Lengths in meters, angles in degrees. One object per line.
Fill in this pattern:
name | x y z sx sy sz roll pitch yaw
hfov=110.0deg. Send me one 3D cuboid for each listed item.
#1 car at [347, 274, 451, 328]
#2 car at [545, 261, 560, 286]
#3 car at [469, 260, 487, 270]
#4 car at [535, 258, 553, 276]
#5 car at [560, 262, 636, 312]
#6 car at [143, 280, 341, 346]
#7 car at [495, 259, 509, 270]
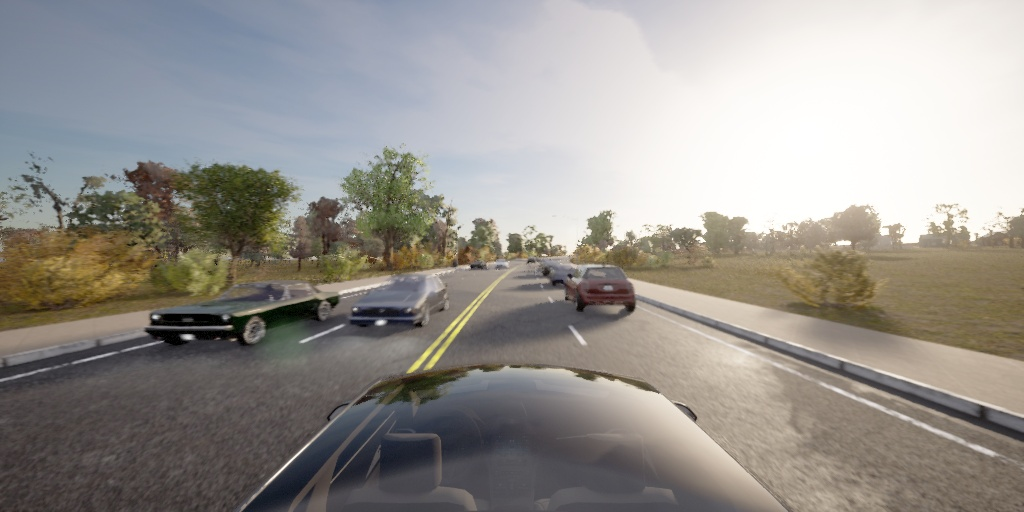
car | -3.274 1.291 11.680 2.033 1.411 5.357 0 0 1
car | 3.638 1.312 25.450 1.994 1.385 4.181 0 0 2
car | -4.819 1.297 51.374 1.895 1.301 4.718 0 0 4
car | 3.959 1.237 36.821 2.163 1.488 4.792 0 0 -3
car | 3.356 1.109 14.498 2.097 1.767 4.553 0 0 1
car | -6.547 1.338 9.469 1.895 1.301 4.718 0 0 1
car | -1.448 1.221 52.930 1.812 1.442 4.674 0 0 5
